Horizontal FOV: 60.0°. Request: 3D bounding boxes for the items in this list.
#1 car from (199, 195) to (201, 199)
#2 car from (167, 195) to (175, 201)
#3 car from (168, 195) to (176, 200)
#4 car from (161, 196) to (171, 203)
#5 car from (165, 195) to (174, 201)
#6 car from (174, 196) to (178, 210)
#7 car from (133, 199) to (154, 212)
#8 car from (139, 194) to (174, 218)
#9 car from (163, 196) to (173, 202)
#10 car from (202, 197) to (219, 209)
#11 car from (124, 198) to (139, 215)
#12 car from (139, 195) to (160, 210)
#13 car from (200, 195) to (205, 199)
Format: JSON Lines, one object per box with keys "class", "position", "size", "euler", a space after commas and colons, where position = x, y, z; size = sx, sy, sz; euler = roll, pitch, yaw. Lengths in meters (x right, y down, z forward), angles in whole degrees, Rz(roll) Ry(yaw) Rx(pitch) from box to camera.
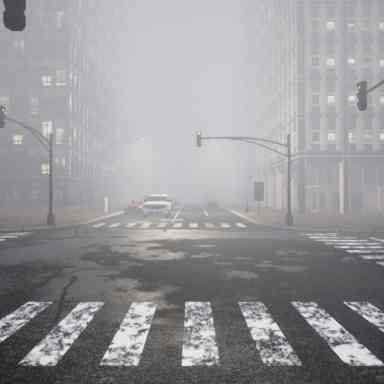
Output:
{"class": "car", "position": [2.732, 1.590, 61.730], "size": [1.947, 1.339, 4.313], "euler": [1, 0, 0]}
{"class": "car", "position": [-5.635, 1.587, 89.540], "size": [2.008, 1.369, 4.403], "euler": [1, 0, 0]}
{"class": "car", "position": [-5.633, 1.605, 95.115], "size": [1.947, 1.339, 4.313], "euler": [1, 0, 0]}
{"class": "car", "position": [-5.642, 1.573, 72.814], "size": [1.887, 1.381, 4.507], "euler": [1, 0, 0]}
{"class": "car", "position": [-5.637, 1.578, 83.965], "size": [1.887, 1.381, 4.507], "euler": [1, 0, 0]}
{"class": "car", "position": [-3.079, 1.541, 40.669], "size": [1.812, 1.442, 4.674], "euler": [0, 0, 0]}
{"class": "car", "position": [-5.659, 1.597, 39.364], "size": [1.802, 1.307, 4.206], "euler": [1, 0, 0]}
{"class": "car", "position": [-3.083, 1.233, 30.352], "size": [2.150, 2.045, 5.566], "euler": [0, 0, 0]}
{"class": "car", "position": [-5.640, 1.582, 78.390], "size": [2.008, 1.369, 4.403], "euler": [1, 0, 0]}
{"class": "car", "position": [2.724, 1.599, 44.997], "size": [1.802, 1.307, 4.206], "euler": [1, 0, 0]}
{"class": "car", "position": [-5.658, 1.453, 33.788], "size": [1.967, 1.590, 4.097], "euler": [1, 0, 0]}
{"class": "car", "position": [-5.651, 1.332, 44.939], "size": [2.192, 1.841, 5.009], "euler": [1, 0, 0]}
{"class": "car", "position": [2.731, 1.547, 56.323], "size": [1.752, 1.417, 4.829], "euler": [1, 0, 0]}
